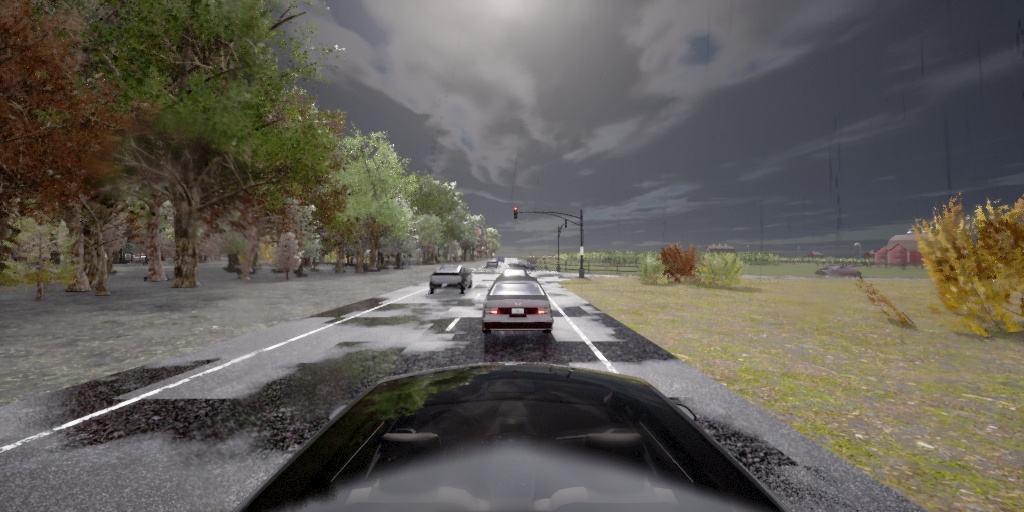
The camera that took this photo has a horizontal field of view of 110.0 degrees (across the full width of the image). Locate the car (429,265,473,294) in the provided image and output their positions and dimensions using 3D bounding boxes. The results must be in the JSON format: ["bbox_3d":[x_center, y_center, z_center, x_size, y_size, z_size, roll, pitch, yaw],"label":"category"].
[{"bbox_3d":[-3.358,1.246,20.333,2.128,1.511,4.902,0,0,0],"label":"car"}]

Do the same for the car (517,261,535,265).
[{"bbox_3d":[1.326,1.352,49.587,1.895,1.301,4.718,0,0,-28],"label":"car"}]

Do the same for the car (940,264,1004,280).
[{"bbox_3d":[48.670,1.825,38.258,5.357,1.411,2.033,1,-1,1],"label":"car"}]

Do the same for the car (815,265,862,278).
[{"bbox_3d":[38.114,1.787,41.931,4.181,1.385,1.994,1,-1,0],"label":"car"}]

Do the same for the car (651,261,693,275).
[{"bbox_3d":[18.780,1.364,42.073,4.553,1.767,2.097,1,-1,0],"label":"car"}]

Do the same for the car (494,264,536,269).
[{"bbox_3d":[0.144,1.318,19.922,1.994,1.385,4.181,0,0,0],"label":"car"}]

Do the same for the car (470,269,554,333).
[{"bbox_3d":[0.121,1.300,10.682,2.033,1.411,5.357,0,0,0],"label":"car"}]

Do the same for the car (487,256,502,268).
[{"bbox_3d":[-3.268,1.247,60.919,2.128,1.511,4.902,0,0,0],"label":"car"}]
